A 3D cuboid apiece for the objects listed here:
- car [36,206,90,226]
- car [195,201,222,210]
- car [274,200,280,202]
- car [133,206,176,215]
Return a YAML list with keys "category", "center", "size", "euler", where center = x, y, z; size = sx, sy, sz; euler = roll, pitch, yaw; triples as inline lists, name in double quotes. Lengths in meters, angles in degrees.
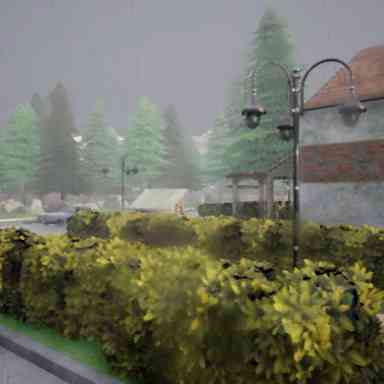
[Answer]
- category: "car"
  center: [-9.162, 1.781, 25.138]
  size: [1.895, 1.301, 4.718]
  euler: [0, 0, 36]
- category: "car"
  center: [2.439, 1.780, 40.725]
  size: [1.895, 1.301, 4.718]
  euler: [0, 0, 39]
- category: "car"
  center: [11.551, 1.776, 45.498]
  size: [1.895, 1.301, 4.718]
  euler: [0, 0, 45]
- category: "car"
  center: [-3.658, 1.657, 32.742]
  size: [1.882, 1.535, 5.008]
  euler: [0, 0, 36]
